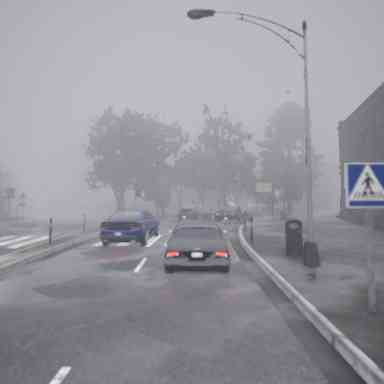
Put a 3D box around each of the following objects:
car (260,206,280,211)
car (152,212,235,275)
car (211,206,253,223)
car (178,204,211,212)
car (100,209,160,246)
[{"bbox_3d":[19.098,4.191,81.593,4.718,1.301,1.895,-4,-6,41],"label":"car"},{"bbox_3d":[0.182,1.594,10.645,2.033,1.411,5.357,0,0,1],"label":"car"},{"bbox_3d":[3.552,1.833,27.280,1.895,1.301,4.718,-2,-4,26],"label":"car"},{"bbox_3d":[0.464,1.833,28.447,1.837,1.490,4.892,-3,-3,26],"label":"car"},{"bbox_3d":[-2.765,1.551,15.840,1.882,1.535,5.008,0,0,5],"label":"car"}]
